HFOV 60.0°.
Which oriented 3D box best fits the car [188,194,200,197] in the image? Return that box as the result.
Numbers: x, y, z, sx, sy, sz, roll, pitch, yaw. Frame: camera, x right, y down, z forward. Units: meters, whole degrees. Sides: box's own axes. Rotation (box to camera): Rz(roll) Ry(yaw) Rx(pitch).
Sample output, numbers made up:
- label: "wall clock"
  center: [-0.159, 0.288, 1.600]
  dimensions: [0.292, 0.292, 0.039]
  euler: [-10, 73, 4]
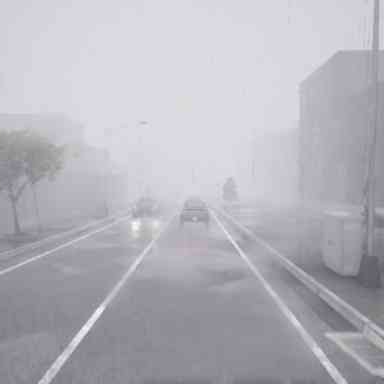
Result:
- label: "car"
  center: [0.236, 1.024, 42.392]
  dimensions: [2.128, 1.511, 4.902]
  euler: [0, 1, 0]

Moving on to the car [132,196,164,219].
- label: "car"
  center: [-3.505, 1.133, 26.857]
  dimensions: [2.097, 1.767, 4.553]
  euler: [0, 1, 0]

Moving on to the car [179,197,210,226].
- label: "car"
  center: [0.173, 1.340, 22.004]
  dimensions: [2.128, 1.511, 4.902]
  euler: [0, 1, 0]

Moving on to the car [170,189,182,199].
- label: "car"
  center: [-3.233, 0.377, 67.357]
  dimensions: [2.150, 2.045, 5.566]
  euler: [0, 1, 0]
